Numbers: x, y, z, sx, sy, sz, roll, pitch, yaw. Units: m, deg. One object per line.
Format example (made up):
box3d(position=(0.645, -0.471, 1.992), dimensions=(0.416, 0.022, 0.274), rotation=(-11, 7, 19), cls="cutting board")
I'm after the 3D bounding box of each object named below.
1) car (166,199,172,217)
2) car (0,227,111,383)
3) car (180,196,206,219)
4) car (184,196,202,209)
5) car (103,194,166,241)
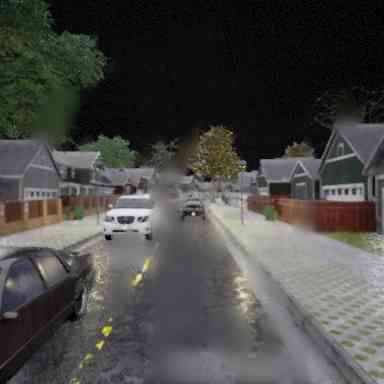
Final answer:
box3d(position=(-2.781, 1.361, 29.439), dimensions=(2.128, 1.511, 4.902), rotation=(0, 0, 1), cls="car")
box3d(position=(-2.840, 1.527, 4.516), dimensions=(2.033, 1.411, 5.357), rotation=(0, 0, 0), cls="car")
box3d(position=(0.109, 1.385, 27.408), dimensions=(1.837, 1.490, 4.892), rotation=(0, 0, 0), cls="car")
box3d(position=(0.124, 1.304, 43.640), dimensions=(2.128, 1.511, 4.902), rotation=(0, 0, 0), cls="car")
box3d(position=(-2.790, 1.149, 16.726), dimensions=(2.150, 2.045, 5.566), rotation=(0, 0, 0), cls="car")
